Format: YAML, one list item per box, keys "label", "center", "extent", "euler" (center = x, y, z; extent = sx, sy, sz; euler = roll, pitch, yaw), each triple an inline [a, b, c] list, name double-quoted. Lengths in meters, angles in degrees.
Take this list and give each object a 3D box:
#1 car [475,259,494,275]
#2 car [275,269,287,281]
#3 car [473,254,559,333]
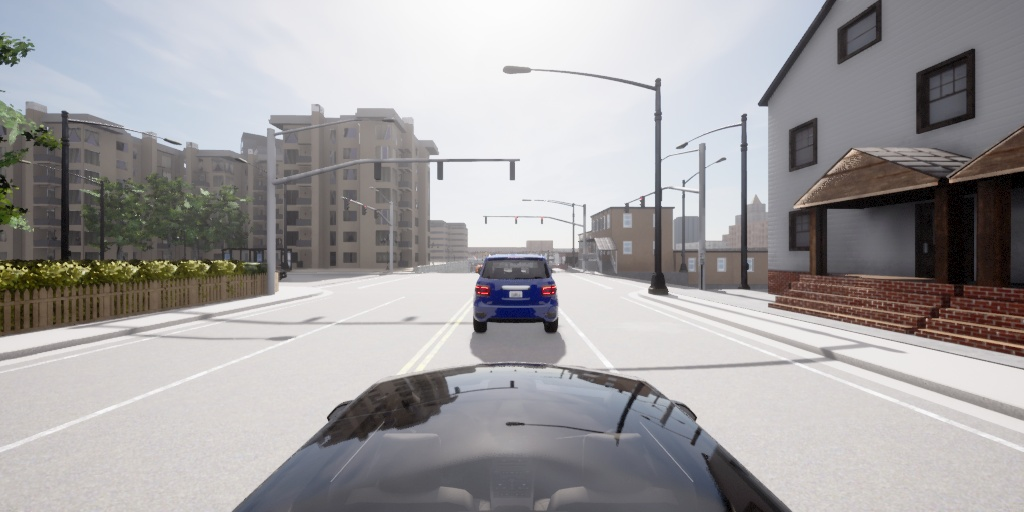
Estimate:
- label: "car"
  center: [-3.549, 1.506, 46.939]
  extent: [2.097, 1.767, 4.553]
  euler: [1, -5, 0]
- label: "car"
  center: [-20.339, 1.255, 28.125]
  extent: [4.892, 1.490, 1.837]
  euler: [0, 0, 1]
- label: "car"
  center: [0.103, 0.971, 10.918]
  extent: [2.150, 2.045, 5.566]
  euler: [0, 0, 0]
